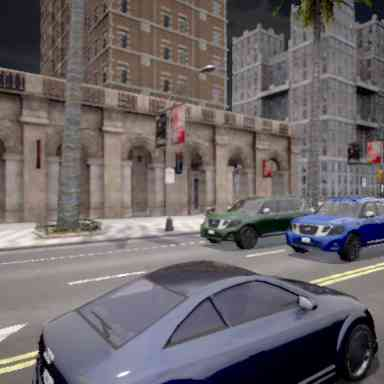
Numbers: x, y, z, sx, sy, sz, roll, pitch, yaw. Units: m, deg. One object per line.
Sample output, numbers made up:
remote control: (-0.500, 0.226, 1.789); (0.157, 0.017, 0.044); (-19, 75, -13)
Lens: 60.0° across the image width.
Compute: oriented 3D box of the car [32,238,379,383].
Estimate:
car: (0.401, 1.566, 4.014); (4.181, 1.385, 1.994); (0, 0, -36)

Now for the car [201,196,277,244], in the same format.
car: (3.015, 1.230, 14.725); (5.566, 2.045, 2.150); (0, 0, -36)

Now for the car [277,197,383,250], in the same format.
car: (5.994, 1.233, 12.551); (5.566, 2.045, 2.150); (0, 0, -35)
